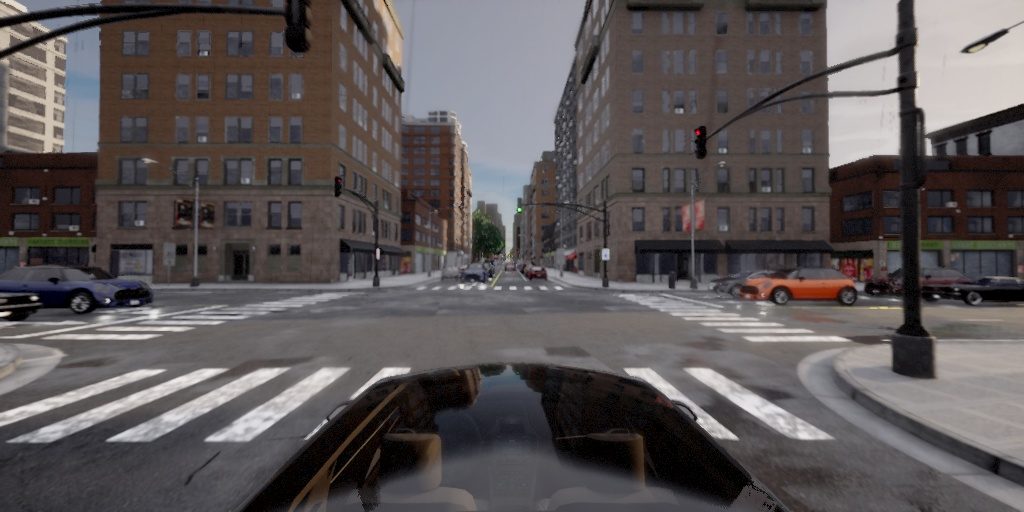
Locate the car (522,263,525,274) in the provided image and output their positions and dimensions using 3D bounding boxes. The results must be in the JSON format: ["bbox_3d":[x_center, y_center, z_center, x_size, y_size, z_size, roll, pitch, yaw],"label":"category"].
[{"bbox_3d":[2.485,1.782,41.351,1.948,1.339,4.313,0,0,-1],"label":"car"}]

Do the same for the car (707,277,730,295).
[{"bbox_3d":[13.736,1.548,20.321,4.902,1.511,2.128,0,-1,0],"label":"car"}]

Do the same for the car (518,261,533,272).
[{"bbox_3d":[2.381,1.674,52.363,2.192,1.841,5.009,0,0,-1],"label":"car"}]

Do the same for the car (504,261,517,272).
[{"bbox_3d":[-0.288,2.002,63.336,2.128,1.511,4.902,0,-1,-1],"label":"car"}]

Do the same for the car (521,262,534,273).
[{"bbox_3d":[2.432,1.812,47.027,1.751,1.417,4.829,0,0,-1],"label":"car"}]

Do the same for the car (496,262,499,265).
[{"bbox_3d":[-3.371,1.898,51.727,2.033,1.411,5.357,0,-1,0],"label":"car"}]

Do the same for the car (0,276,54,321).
[{"bbox_3d":[-16.641,1.337,10.170,4.718,1.301,1.895,0,-1,0],"label":"car"}]

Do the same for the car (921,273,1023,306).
[{"bbox_3d":[22.416,1.635,17.104,4.718,1.301,1.895,0,-1,-1],"label":"car"}]

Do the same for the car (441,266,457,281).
[{"bbox_3d":[-5.988,1.697,35.768,2.007,1.370,4.403,0,0,-1],"label":"car"}]

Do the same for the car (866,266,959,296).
[{"bbox_3d":[22.930,1.449,20.359,4.553,1.767,2.097,0,-1,0],"label":"car"}]

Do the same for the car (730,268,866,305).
[{"bbox_3d":[13.430,1.346,17.056,4.553,1.767,2.097,0,-1,0],"label":"car"}]

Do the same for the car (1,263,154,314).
[{"bbox_3d":[-16.416,1.151,13.457,4.553,1.767,2.097,0,-1,-1],"label":"car"}]

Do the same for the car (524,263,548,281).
[{"bbox_3d":[2.537,1.692,35.845,1.888,1.381,4.507,0,0,-1],"label":"car"}]

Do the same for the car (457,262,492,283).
[{"bbox_3d":[-3.223,1.448,31.662,2.097,1.767,4.553,0,-1,1],"label":"car"}]

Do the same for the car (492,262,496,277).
[{"bbox_3d":[-3.285,1.570,41.531,2.097,1.767,4.553,0,-1,-1],"label":"car"}]
